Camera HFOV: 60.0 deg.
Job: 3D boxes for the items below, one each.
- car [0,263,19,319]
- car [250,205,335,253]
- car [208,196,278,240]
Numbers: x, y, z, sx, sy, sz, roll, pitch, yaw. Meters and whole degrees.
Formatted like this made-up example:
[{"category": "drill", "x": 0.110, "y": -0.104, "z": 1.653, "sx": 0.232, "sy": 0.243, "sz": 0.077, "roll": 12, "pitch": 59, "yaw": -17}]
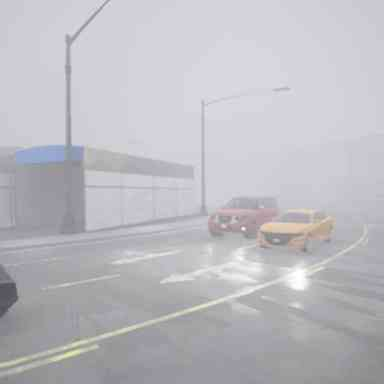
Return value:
[{"category": "car", "x": -5.233, "y": 1.652, "z": 4.751, "sx": 4.718, "sy": 1.301, "sz": 1.895, "roll": 0, "pitch": 0, "yaw": -35}, {"category": "car", "x": 4.555, "y": 1.480, "z": 14.058, "sx": 1.882, "sy": 1.535, "sz": 5.008, "roll": 0, "pitch": 0, "yaw": 37}, {"category": "car", "x": 3.006, "y": 1.245, "z": 17.774, "sx": 2.150, "sy": 2.045, "sz": 5.566, "roll": 0, "pitch": 0, "yaw": 34}]
